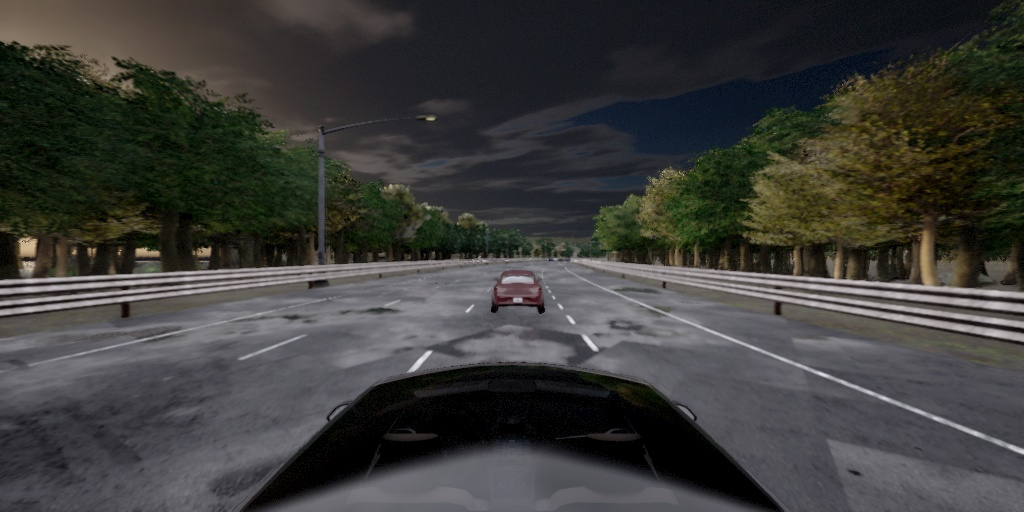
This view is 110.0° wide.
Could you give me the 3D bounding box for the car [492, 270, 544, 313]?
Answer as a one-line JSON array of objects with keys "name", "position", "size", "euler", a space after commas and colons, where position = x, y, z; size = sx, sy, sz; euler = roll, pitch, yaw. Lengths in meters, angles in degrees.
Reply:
[{"name": "car", "position": [0.228, 1.270, 14.035], "size": [1.812, 1.442, 4.674], "euler": [0, 0, 1]}]
